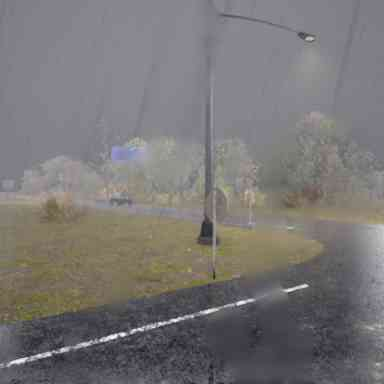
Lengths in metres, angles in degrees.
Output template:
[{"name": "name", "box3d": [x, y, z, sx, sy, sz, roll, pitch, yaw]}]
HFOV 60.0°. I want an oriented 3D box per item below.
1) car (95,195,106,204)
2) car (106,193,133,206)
[{"name": "car", "box3d": [-16.266, 1.367, 60.926, 2.128, 1.511, 4.902, 0, 0, -34]}, {"name": "car", "box3d": [-11.482, 1.113, 53.792, 2.150, 2.045, 5.566, 0, 0, -33]}]
